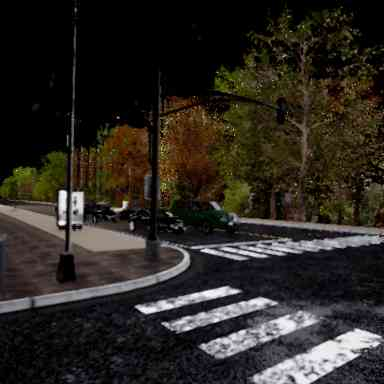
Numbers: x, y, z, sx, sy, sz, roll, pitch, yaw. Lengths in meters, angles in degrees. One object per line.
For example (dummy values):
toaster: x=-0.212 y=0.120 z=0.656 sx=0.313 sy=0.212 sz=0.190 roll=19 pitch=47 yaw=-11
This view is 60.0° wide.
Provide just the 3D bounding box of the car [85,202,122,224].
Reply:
car: x=-7.883 y=1.843 z=28.371 sx=1.837 sy=1.490 sz=4.892 roll=2 pitch=-2 yaw=-35

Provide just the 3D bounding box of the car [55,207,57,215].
car: x=-13.863 y=1.997 z=37.145 sx=2.033 sy=1.411 sz=5.357 roll=2 pitch=-2 yaw=-34

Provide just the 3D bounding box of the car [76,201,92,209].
car: x=-21.340 y=2.567 z=65.723 sx=1.994 sy=1.385 sz=4.181 roll=2 pitch=-2 yaw=-34

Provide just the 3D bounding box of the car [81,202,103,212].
car: x=-15.410 y=2.262 z=51.278 sx=1.837 sy=1.490 sz=4.892 roll=2 pitch=-2 yaw=-34

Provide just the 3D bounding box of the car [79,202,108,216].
car: x=-12.008 y=2.029 z=40.205 sx=1.882 sy=1.535 sz=5.008 roll=2 pitch=-1 yaw=-34

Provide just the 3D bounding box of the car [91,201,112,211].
car: x=-15.658 y=2.389 z=57.402 sx=2.128 sy=1.511 sz=4.902 roll=2 pitch=-2 yaw=-34

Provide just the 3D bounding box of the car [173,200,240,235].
car: x=0.654 y=1.534 z=21.620 sx=2.150 sy=2.045 sz=5.566 roll=2 pitch=-2 yaw=-36

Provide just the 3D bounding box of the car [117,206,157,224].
car: x=-4.997 y=1.983 z=29.912 sx=1.994 sy=1.385 sz=4.181 roll=2 pitch=-2 yaw=-34

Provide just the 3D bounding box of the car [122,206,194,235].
car: x=-2.201 y=1.736 z=20.049 sx=1.837 sy=1.490 sz=4.892 roll=2 pitch=-2 yaw=-34
